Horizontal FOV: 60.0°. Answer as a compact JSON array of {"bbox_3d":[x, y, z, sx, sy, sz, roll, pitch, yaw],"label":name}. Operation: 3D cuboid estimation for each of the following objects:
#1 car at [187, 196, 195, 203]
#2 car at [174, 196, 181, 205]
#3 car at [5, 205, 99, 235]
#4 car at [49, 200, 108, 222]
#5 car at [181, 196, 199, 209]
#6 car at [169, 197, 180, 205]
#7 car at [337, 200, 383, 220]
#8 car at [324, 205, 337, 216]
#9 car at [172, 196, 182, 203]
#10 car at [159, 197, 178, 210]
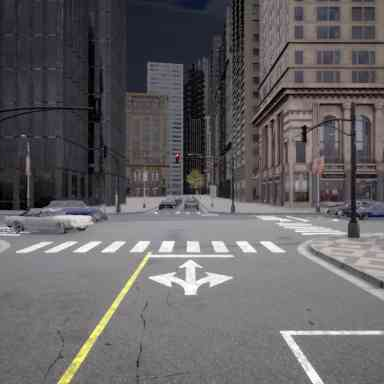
[{"bbox_3d":[-0.252,1.673,75.141,1.812,1.442,4.674,0,0,0],"label":"car"},{"bbox_3d":[-3.241,1.569,52.279,2.128,1.511,4.902,0,0,0],"label":"car"},{"bbox_3d":[-7.923,1.582,18.585,4.718,1.301,1.895,0,0,20],"label":"car"},{"bbox_3d":[-8.551,1.375,24.629,4.553,1.767,2.097,0,0,-16],"label":"car"},{"bbox_3d":[-0.044,1.552,45.363,2.128,1.511,4.902,0,0,0],"label":"car"},{"bbox_3d":[-3.260,1.608,61.690,1.837,1.490,4.892,0,0,0],"label":"car"},{"bbox_3d":[14.998,1.517,26.760,5.357,1.411,2.033,0,0,0],"label":"car"},{"bbox_3d":[14.518,1.488,30.056,4.902,1.511,2.128,0,0,-2],"label":"car"},{"bbox_3d":[-3.244,1.611,71.839,1.882,1.535,5.008,0,0,0],"label":"car"},{"bbox_3d":[-3.204,1.655,42.883,1.895,1.301,4.718,0,0,0],"label":"car"}]
